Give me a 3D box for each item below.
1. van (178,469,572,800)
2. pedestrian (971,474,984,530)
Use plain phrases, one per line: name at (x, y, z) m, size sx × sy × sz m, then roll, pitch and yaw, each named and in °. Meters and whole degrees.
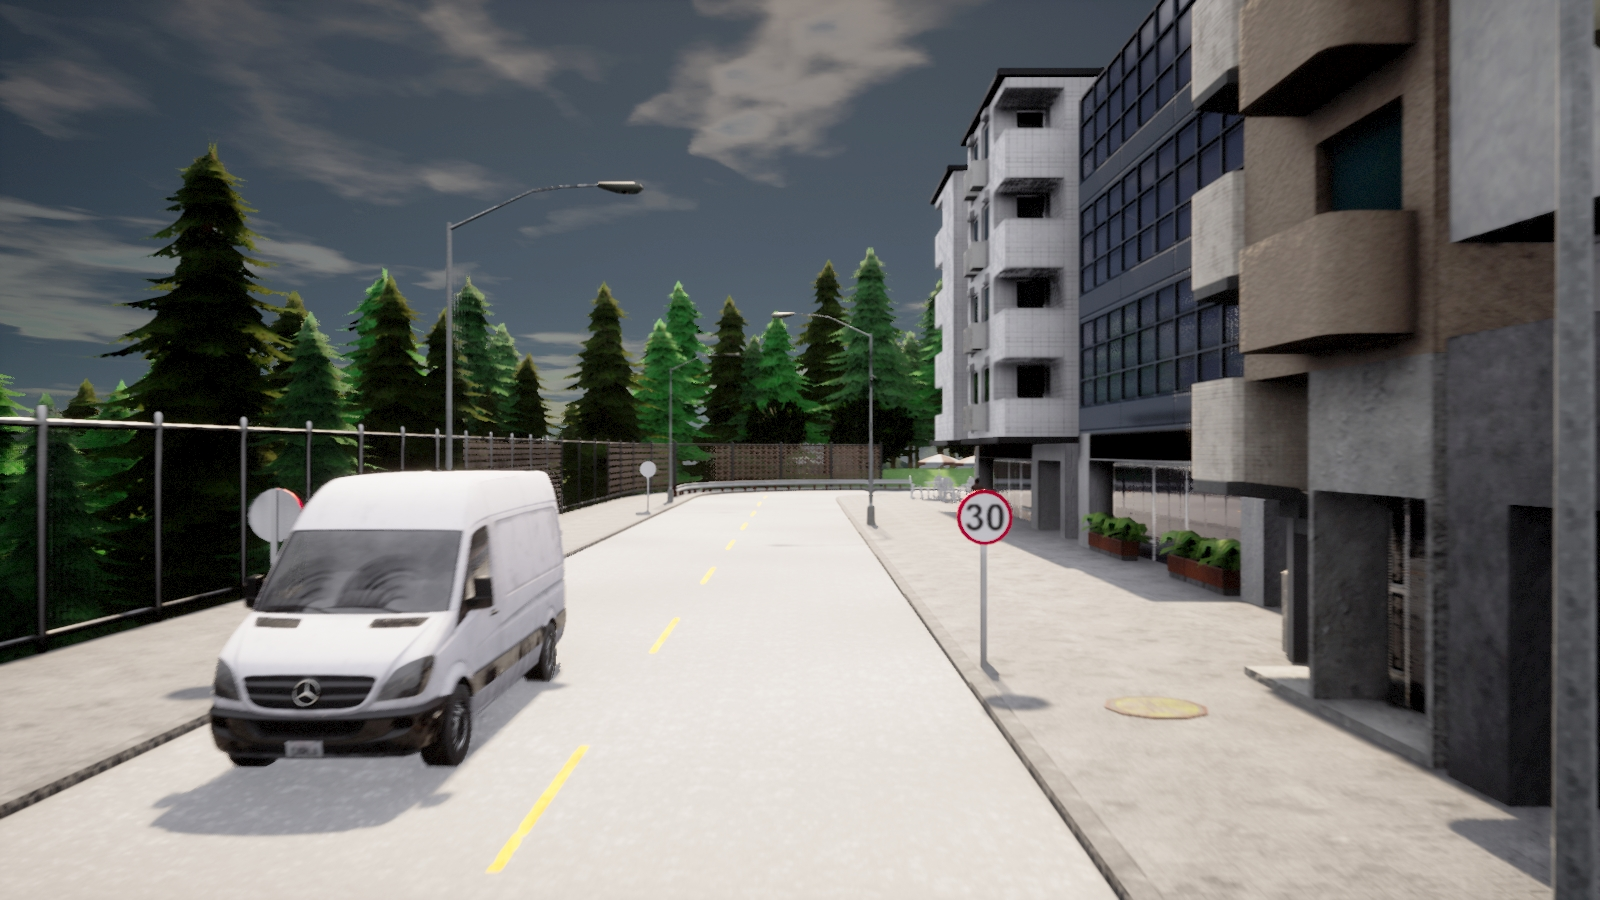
van at (-4.003, 1.534, 12.140) m, size 1.988 × 2.561 × 5.915 m, roll 0°, pitch 0°, yaw 0°
pedestrian at (5.978, 1.744, 38.482) m, size 0.375 × 1.860 × 0.375 m, roll 0°, pitch 0°, yaw 2°
